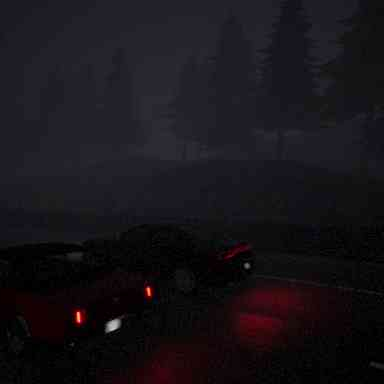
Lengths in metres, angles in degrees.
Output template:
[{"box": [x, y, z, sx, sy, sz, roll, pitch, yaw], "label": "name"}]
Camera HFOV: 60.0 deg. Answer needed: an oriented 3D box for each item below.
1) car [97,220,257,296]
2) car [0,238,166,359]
[{"box": [-0.803, 1.484, 8.776, 5.008, 1.535, 1.882, 0, 0, 35], "label": "car"}, {"box": [-2.938, 1.608, 5.996, 4.718, 1.301, 1.895, 0, 0, 35], "label": "car"}]
